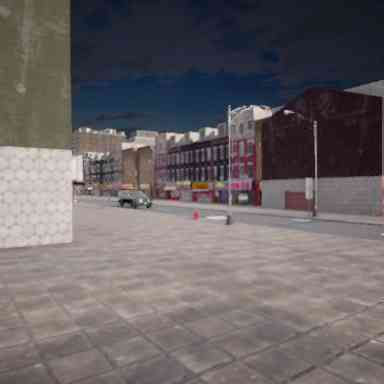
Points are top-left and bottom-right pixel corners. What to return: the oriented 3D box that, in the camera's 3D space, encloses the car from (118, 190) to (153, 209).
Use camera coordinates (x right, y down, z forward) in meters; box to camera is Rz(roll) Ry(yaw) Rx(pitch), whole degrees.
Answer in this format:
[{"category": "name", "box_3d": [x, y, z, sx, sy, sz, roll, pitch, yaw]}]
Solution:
[{"category": "car", "box_3d": [-6.602, 0.839, 38.072, 2.150, 2.045, 5.566, -1, 1, -35]}]
